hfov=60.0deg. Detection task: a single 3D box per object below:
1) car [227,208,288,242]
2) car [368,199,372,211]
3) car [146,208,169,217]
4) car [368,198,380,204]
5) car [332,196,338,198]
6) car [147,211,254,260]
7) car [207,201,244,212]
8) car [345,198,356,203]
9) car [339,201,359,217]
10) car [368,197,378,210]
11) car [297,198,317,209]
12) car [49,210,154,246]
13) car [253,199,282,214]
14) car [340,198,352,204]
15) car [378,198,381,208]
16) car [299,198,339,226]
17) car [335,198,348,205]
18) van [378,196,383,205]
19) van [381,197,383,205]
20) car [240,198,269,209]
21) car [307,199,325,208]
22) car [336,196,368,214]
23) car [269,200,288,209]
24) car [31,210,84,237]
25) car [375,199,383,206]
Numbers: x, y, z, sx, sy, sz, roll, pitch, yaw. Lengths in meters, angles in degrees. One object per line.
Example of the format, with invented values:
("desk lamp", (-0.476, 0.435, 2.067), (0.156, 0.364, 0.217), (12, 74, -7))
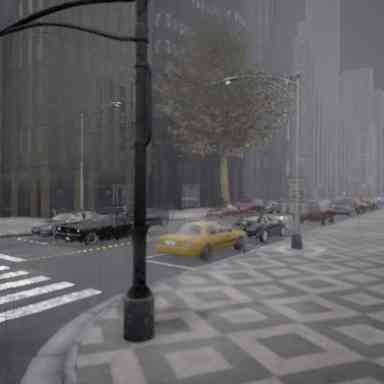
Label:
("car", (3.639, 1.808, 17.849), (2.008, 1.369, 4.403), (0, 0, 35))
("car", (22.628, 1.995, 44.930), (1.887, 1.381, 4.507), (0, 0, 35))
("car", (-3.346, 1.757, 22.737), (1.947, 1.339, 4.313), (0, 0, 35))
("car", (43.248, 2.067, 79.143), (1.994, 1.385, 4.181), (1, 0, 35))
("car", (31.473, 1.865, 72.390), (2.192, 1.841, 5.009), (0, 0, 35))
("car", (0.572, 1.752, 13.475), (1.752, 1.417, 4.829), (0, 0, 35))
("car", (2.984, 1.837, 31.764), (1.802, 1.307, 4.206), (0, 0, 35))
("car", (40.967, 2.201, 85.931), (2.008, 1.369, 4.403), (0, 0, 35))
("car", (16.298, 1.950, 35.903), (1.947, 1.339, 4.313), (0, 0, 35))
("car", (25.795, 1.798, 49.444), (2.192, 1.841, 5.009), (0, 0, 35))
("car", (18.811, 1.857, 54.334), (1.967, 1.590, 4.097), (0, 0, 35))
("car", (-4.329, 1.782, 16.699), (1.895, 1.301, 4.718), (1, 0, 35))
("car", (9.316, 1.759, 40.792), (1.967, 1.590, 4.097), (0, 0, 35))
("car", (37.704, 2.141, 81.278), (1.752, 1.417, 4.829), (0, 0, 35))
("car", (28.958, 2.061, 53.957), (1.887, 1.381, 4.507), (0, 0, 35))
("car", (9.970, 1.635, 26.876), (2.192, 1.841, 5.009), (0, 0, 35))
("car", (34.636, 2.134, 76.903), (2.008, 1.369, 4.403), (0, 0, 35))
("van", (32.125, 1.890, 58.470), (1.690, 1.788, 3.998), (0, 0, 35))
("van", (44.784, 2.023, 76.524), (1.690, 1.788, 3.998), (0, 0, 35))
("car", (6.152, 1.602, 36.279), (2.192, 1.841, 5.009), (0, 0, 35))
("car", (21.878, 1.975, 58.708), (1.752, 1.417, 4.829), (0, 0, 35))
("car", (19.465, 1.732, 40.417), (2.192, 1.841, 5.009), (0, 0, 35))
("car", (10.349, 1.875, 37.588), (2.033, 1.411, 5.357), (1, 0, 35))
("car", (-6.511, 1.711, 18.223), (2.008, 1.369, 4.403), (0, 0, 35))
("car", (38.453, 2.181, 67.497), (1.947, 1.339, 4.313), (0, 0, 35))
